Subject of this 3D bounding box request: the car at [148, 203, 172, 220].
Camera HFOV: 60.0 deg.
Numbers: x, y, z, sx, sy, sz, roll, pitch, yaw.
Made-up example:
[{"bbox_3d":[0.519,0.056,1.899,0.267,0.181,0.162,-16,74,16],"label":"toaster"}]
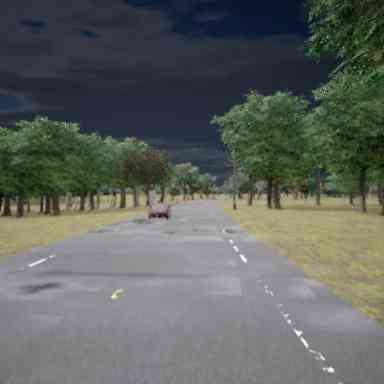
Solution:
[{"bbox_3d":[-2.997,1.816,31.901,1.882,1.535,5.008,0,-1,2],"label":"car"}]
